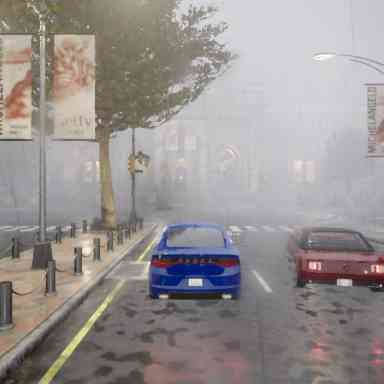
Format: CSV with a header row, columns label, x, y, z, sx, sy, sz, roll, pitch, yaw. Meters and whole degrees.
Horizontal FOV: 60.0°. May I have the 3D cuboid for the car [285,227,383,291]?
label,x,y,z,sx,sy,sz,roll,pitch,yaw
car,3.677,1.601,9.097,1.895,1.301,4.718,0,0,13

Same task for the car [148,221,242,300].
label,x,y,z,sx,sy,sz,roll,pitch,yaw
car,0.071,1.478,8.470,1.882,1.535,5.008,0,0,0
